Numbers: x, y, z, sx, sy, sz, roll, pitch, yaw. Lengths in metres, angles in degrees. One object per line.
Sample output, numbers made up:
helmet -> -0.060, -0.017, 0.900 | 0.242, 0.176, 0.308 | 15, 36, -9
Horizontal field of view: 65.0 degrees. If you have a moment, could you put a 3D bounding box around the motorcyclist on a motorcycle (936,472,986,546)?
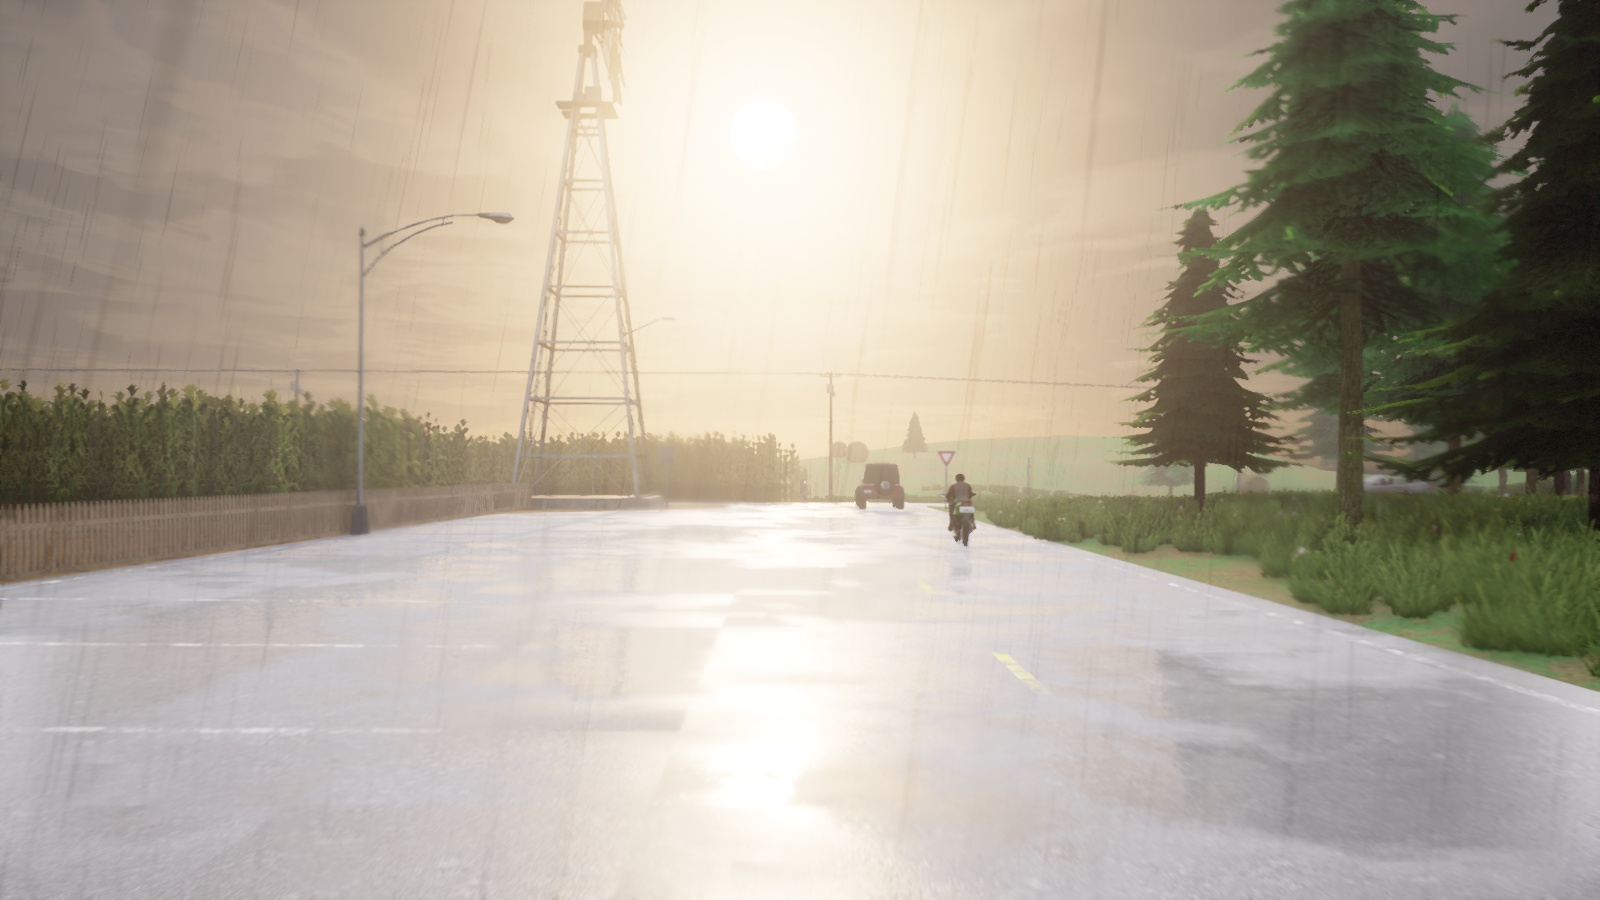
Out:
motorcyclist on a motorcycle -> 3.435, 1.234, 26.914 | 0.797, 1.523, 2.044 | 0, -1, 0

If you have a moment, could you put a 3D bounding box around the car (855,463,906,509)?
car -> 3.371, 1.486, 53.119 | 1.905, 1.878, 3.866 | 0, -1, 0

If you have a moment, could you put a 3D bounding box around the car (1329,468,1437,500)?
car -> 30.658, 1.784, 66.159 | 4.611, 1.667, 2.242 | 0, -1, -1
